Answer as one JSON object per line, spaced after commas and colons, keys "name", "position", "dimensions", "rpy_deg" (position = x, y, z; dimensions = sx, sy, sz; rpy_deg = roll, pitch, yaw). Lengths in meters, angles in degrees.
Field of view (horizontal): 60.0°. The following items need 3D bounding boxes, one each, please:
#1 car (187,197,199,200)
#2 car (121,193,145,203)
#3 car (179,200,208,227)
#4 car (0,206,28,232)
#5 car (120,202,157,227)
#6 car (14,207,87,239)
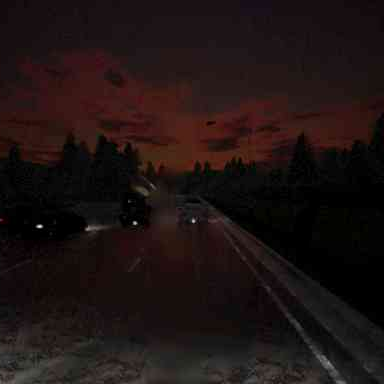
{"name": "car", "position": [0.101, 1.415, 40.047], "dimensions": [1.837, 1.490, 4.892], "rpy_deg": [0, 0, 0]}
{"name": "car", "position": [-6.900, 1.133, 39.468], "dimensions": [2.150, 2.045, 5.566], "rpy_deg": [0, 0, 0]}
{"name": "car", "position": [0.087, 1.476, 21.993], "dimensions": [1.812, 1.442, 4.674], "rpy_deg": [0, 0, 0]}
{"name": "car", "position": [-10.400, 1.503, 19.510], "dimensions": [2.033, 1.411, 5.357], "rpy_deg": [0, 0, 0]}
{"name": "car", "position": [-3.401, 1.551, 22.129], "dimensions": [1.895, 1.301, 4.718], "rpy_deg": [0, 0, 0]}
{"name": "car", "position": [-6.900, 1.525, 17.063], "dimensions": [1.994, 1.385, 4.181], "rpy_deg": [0, 0, 0]}
